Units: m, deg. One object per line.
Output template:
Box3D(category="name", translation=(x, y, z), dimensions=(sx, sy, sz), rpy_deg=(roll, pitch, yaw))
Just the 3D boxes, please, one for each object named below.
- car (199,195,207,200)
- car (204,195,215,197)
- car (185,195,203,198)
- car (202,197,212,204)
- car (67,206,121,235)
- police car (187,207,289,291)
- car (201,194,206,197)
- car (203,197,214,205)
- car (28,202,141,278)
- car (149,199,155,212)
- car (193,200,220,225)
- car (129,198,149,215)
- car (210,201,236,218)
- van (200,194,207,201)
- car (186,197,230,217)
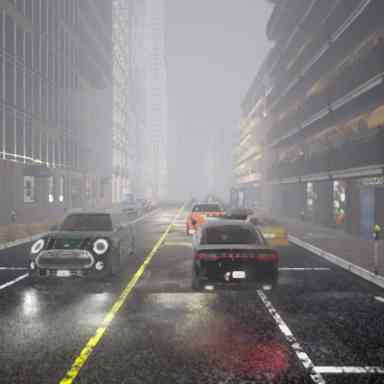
Box3D(category="car", translation=(3.066, 1.623, 93.040), dimensions=(1.947, 1.339, 4.313), rpy_deg=(0, 0, 0))
Box3D(category="car", translation=(2.859, 1.451, 42.203), dimensions=(1.967, 1.590, 4.097), rpy_deg=(0, 0, 0))
Box3D(category="car", translation=(0.243, 1.541, 48.718), dimensions=(1.812, 1.442, 4.674), rpy_deg=(0, 0, 1))
Box3D(category="car", translation=(2.951, 1.607, 64.797), dimensions=(1.802, 1.307, 4.206), rpy_deg=(0, 0, 0))
Box3D(category="car", translation=(-5.613, 1.567, 19.643), dimensions=(1.947, 1.339, 4.313), rpy_deg=(0, 0, 0))
Box3D(category="police car", translation=(0.935, 1.425, 9.140), dimensions=(1.930, 1.638, 5.238), rpy_deg=(0, 0, 0))
Box3D(category="car", translation=(2.906, 1.333, 53.500), dimensions=(2.192, 1.841, 5.009), rpy_deg=(0, 0, 0))
Box3D(category="car", translation=(2.928, 1.604, 59.149), dimensions=(1.802, 1.307, 4.206), rpy_deg=(0, 0, 0))
Box3D(category="car", translation=(-3.060, 1.352, 10.181), dimensions=(2.097, 1.767, 4.553), rpy_deg=(0, 0, 0))
Box3D(category="car", translation=(-5.544, 1.448, 36.589), dimensions=(1.967, 1.590, 4.097), rpy_deg=(0, 0, 0))
Box3D(category="car", translation=(1.000, 1.458, 25.221), dimensions=(1.801, 1.575, 5.366), rpy_deg=(0, 0, 0))
Box3D(category="car", translation=(-5.566, 1.556, 30.939), dimensions=(2.008, 1.369, 4.403), rpy_deg=(0, 0, 0))
Box3D(category="car", translation=(2.814, 1.556, 30.906), dimensions=(2.008, 1.369, 4.403), rpy_deg=(0, 0, 0))
Box3D(category="van", translation=(3.043, 1.391, 87.391), dimensions=(1.690, 1.788, 3.998), rpy_deg=(0, 0, 0))
Box3D(category="car", translation=(0.765, 1.353, 19.002), dimensions=(2.097, 1.767, 4.553), rpy_deg=(0, 0, 0))
